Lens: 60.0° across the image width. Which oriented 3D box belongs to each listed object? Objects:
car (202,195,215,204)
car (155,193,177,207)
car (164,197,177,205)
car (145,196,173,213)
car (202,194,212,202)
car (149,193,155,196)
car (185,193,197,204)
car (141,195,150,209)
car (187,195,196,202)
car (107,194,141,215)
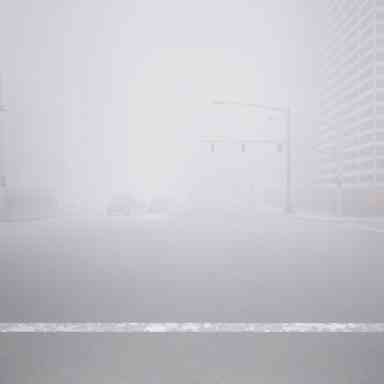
[{"bbox_3d":[3.457,1.525,64.730,1.812,1.442,4.674,0,0,0],"label":"car"},{"bbox_3d":[-3.699,1.352,47.729,2.097,1.767,4.553,0,0,0],"label":"car"},{"bbox_3d":[-3.705,1.563,57.823,1.994,1.385,4.181,0,0,0],"label":"car"},{"bbox_3d":[-3.681,1.491,37.513,2.128,1.511,4.902,0,0,0],"label":"car"},{"bbox_3d":[3.343,1.354,74.633,2.097,1.767,4.553,0,0,0],"label":"car"},{"bbox_3d":[-7.160,1.225,66.792,2.150,2.045,5.566,0,0,0],"label":"car"},{"bbox_3d":[-0.137,1.221,63.810,2.150,2.045,5.566,0,0,0],"label":"car"},{"bbox_3d":[-7.196,1.547,44.958,2.033,1.411,5.357,0,0,0],"label":"car"},{"bbox_3d":[-0.160,1.381,74.481,1.994,1.385,4.181,0,0,0],"label":"car"},{"bbox_3d":[-7.157,1.221,34.590,2.150,2.045,5.566,0,0,2],"label":"car"}]
